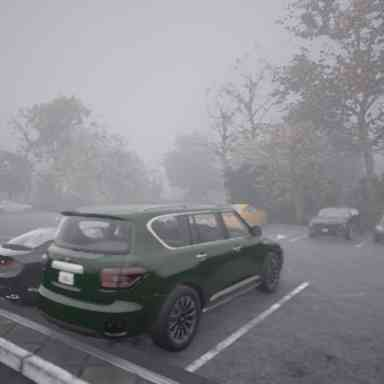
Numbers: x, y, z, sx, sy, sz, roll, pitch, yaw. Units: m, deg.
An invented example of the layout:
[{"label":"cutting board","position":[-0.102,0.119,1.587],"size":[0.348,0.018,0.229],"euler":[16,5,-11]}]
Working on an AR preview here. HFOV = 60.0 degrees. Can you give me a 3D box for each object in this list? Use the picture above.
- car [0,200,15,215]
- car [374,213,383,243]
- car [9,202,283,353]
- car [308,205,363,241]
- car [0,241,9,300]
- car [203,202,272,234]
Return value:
[{"label":"car","position":[-20.210,1.683,36.957],"size":[2.002,1.452,4.674],"euler":[0,0,36]},{"label":"car","position":[9.768,1.514,15.544],"size":[2.002,1.452,4.674],"euler":[0,0,36]},{"label":"car","position":[-0.091,1.223,6.544],"size":[2.435,2.045,5.566],"euler":[0,0,36]},{"label":"car","position":[7.501,1.474,17.166],"size":[2.097,1.535,5.008],"euler":[0,0,36]},{"label":"car","position":[-2.390,1.480,8.144],"size":[2.231,1.521,4.892],"euler":[0,0,36]},{"label":"car","position":[2.964,1.486,20.394],"size":[2.097,1.535,5.008],"euler":[0,0,36]}]
